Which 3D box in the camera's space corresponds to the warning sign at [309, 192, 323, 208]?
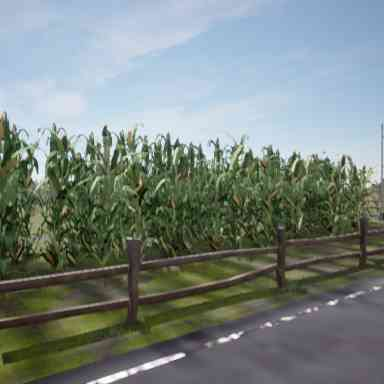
[{"bbox_3d":[14.903,0.964,39.887,1.300,1.860,1.060,-1,0,-36],"label":"warning sign"}]
